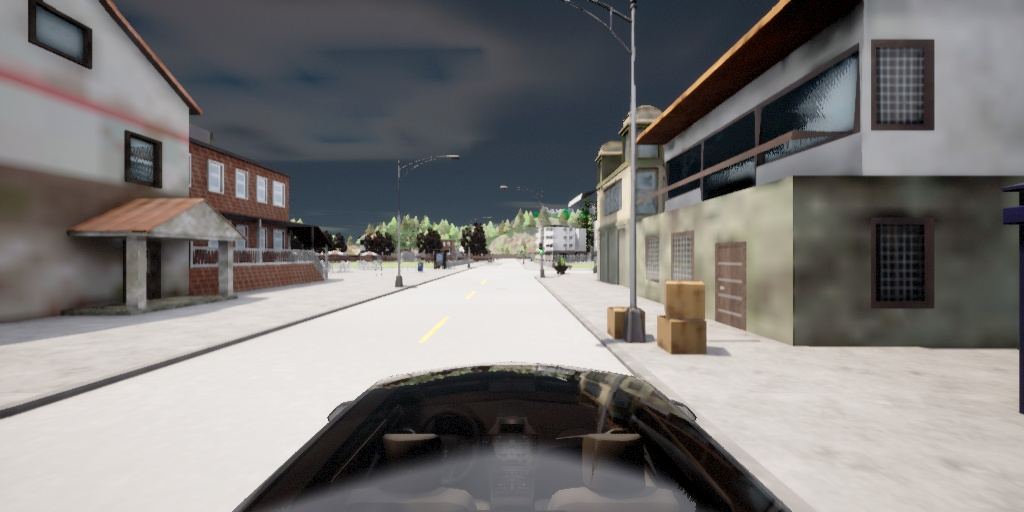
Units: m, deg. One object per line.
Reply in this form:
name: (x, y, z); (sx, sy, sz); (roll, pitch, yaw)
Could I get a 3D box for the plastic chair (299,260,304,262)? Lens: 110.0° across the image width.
plastic chair: (-25.700, 1.238, 43.404); (0.730, 1.272, 0.750); (0, 0, 0)

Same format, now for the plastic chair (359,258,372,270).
plastic chair: (-19.199, 1.239, 46.903); (0.750, 1.272, 0.730); (0, 0, 0)

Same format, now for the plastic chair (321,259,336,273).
plastic chair: (-20.000, 1.238, 39.103); (0.750, 1.272, 0.730); (0, 0, 0)

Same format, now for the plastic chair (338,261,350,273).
plastic chair: (-18.700, 1.238, 40.302); (0.730, 1.272, 0.750); (0, 0, 0)

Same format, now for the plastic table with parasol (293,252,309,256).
plastic table with parasol: (-26.900, 0.634, 43.454); (2.482, 2.480, 2.482); (0, 0, 0)

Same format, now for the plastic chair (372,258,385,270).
plastic chair: (-17.899, 1.239, 48.102); (0.730, 1.272, 0.750); (0, 0, 0)

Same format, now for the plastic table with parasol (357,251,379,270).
plastic table with parasol: (-19.169, 0.635, 48.243); (2.482, 2.480, 2.482); (0, 0, 0)

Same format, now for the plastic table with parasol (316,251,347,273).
plastic table with parasol: (-19.920, 0.634, 40.423); (2.482, 2.480, 2.482); (0, 0, 0)
